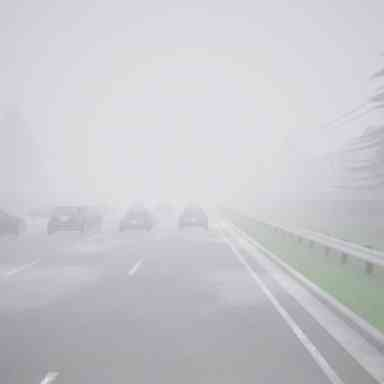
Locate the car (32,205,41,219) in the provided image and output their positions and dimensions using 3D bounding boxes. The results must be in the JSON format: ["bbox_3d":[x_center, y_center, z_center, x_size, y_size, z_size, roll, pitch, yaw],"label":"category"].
[{"bbox_3d":[-13.925,1.905,32.584,1.895,1.301,4.718,0,-1,0],"label":"car"}]

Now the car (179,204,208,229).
[{"bbox_3d":[0.093,1.785,23.416,1.994,1.385,4.181,0,0,0],"label":"car"}]

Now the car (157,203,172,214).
[{"bbox_3d":[-3.411,1.979,40.412,1.895,1.301,4.718,0,-1,0],"label":"car"}]

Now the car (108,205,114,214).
[{"bbox_3d":[-10.410,1.959,38.387,1.895,1.301,4.718,0,-1,0],"label":"car"}]

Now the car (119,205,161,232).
[{"bbox_3d":[-3.405,1.767,21.584,1.994,1.385,4.181,0,-1,0],"label":"car"}]

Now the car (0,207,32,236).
[{"bbox_3d":[-10.405,1.508,16.840,2.097,1.767,4.553,0,-1,0],"label":"car"}]

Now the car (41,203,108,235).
[{"bbox_3d":[-6.906,1.539,20.114,2.097,1.767,4.553,0,-1,0],"label":"car"}]

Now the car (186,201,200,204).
[{"bbox_3d":[0.087,1.910,44.561,2.128,1.511,4.902,0,0,0],"label":"car"}]

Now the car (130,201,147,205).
[{"bbox_3d":[-6.912,1.897,43.238,2.128,1.511,4.902,0,0,0],"label":"car"}]
